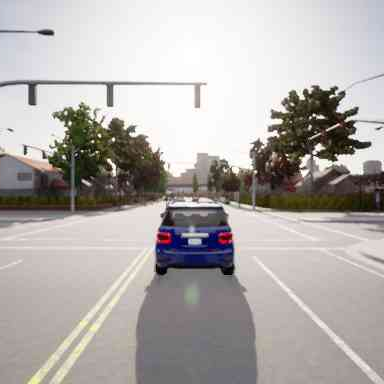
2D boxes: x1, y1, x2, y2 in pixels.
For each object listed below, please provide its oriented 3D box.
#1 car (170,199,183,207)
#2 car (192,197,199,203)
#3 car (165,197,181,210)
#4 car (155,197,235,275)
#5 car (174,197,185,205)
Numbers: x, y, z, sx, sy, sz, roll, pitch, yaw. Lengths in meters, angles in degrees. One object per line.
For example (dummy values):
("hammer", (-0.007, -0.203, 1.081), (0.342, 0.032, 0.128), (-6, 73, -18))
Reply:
("car", (-2.780, 2.012, 60.407), (1.994, 1.385, 4.181), (0, 0, 1))
("car", (0.980, 2.126, 87.493), (1.882, 1.535, 5.008), (0, 0, 0))
("car", (-2.873, 1.726, 50.438), (2.097, 1.767, 4.553), (0, 0, 0))
("car", (0.091, 1.306, 10.819), (2.150, 2.045, 5.566), (0, 0, 0))
("car", (-2.639, 1.878, 70.486), (2.097, 1.767, 4.553), (0, 0, 0))
